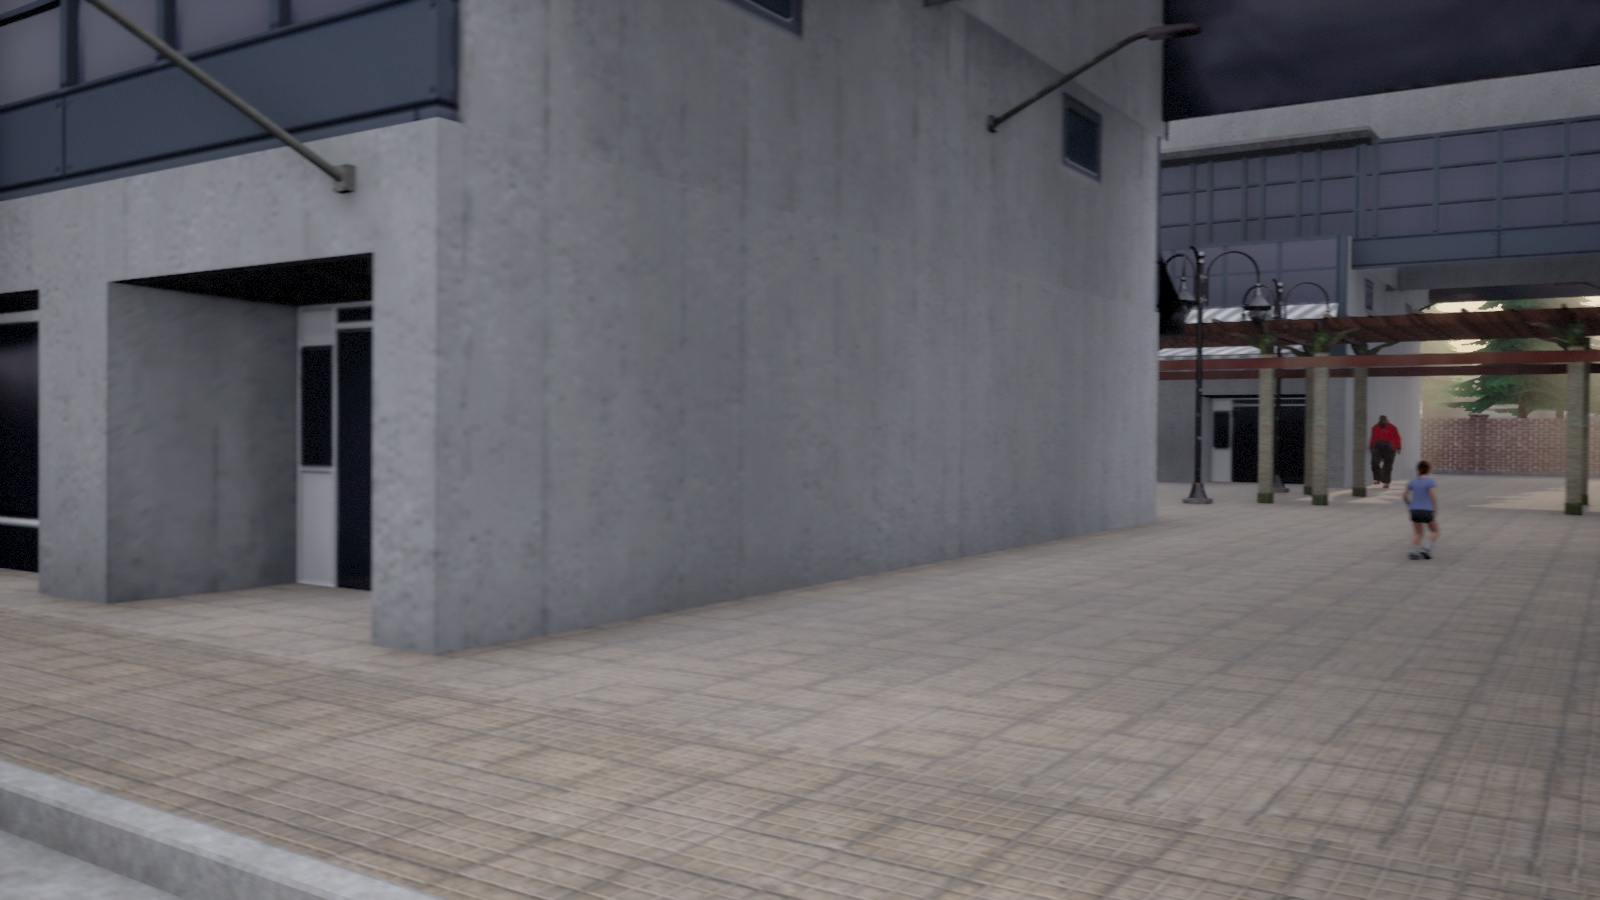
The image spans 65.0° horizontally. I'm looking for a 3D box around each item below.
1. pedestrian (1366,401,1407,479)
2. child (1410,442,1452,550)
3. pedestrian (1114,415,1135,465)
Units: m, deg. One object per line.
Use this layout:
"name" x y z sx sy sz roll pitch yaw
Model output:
"pedestrian" 14.121 -0.251 30.239 0.634 1.844 0.899 0 1 44
"child" 6.627 0.473 13.185 0.394 1.110 0.255 -1 1 -38
"pedestrian" 12.773 -0.398 49.429 0.692 1.930 0.395 0 1 40
